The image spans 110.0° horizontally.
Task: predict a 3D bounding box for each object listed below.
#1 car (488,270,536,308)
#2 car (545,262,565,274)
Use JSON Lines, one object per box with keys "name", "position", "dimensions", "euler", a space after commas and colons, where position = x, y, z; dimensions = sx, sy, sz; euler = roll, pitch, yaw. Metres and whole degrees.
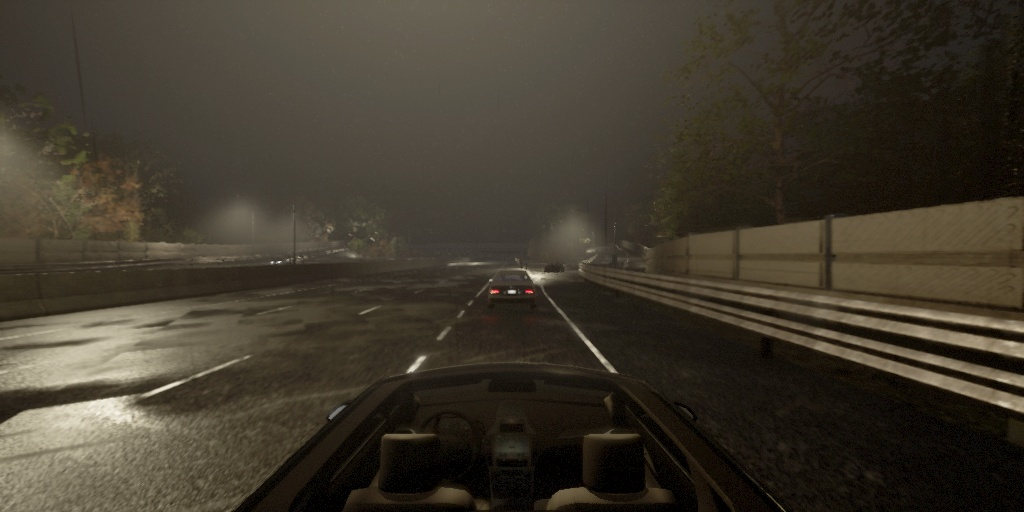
{"name": "car", "position": [0.010, 1.301, 15.062], "dimensions": [2.033, 1.411, 5.357], "euler": [0, 0, 0]}
{"name": "car", "position": [5.871, 1.606, 49.015], "dimensions": [1.882, 1.535, 5.008], "euler": [0, -1, 20]}
